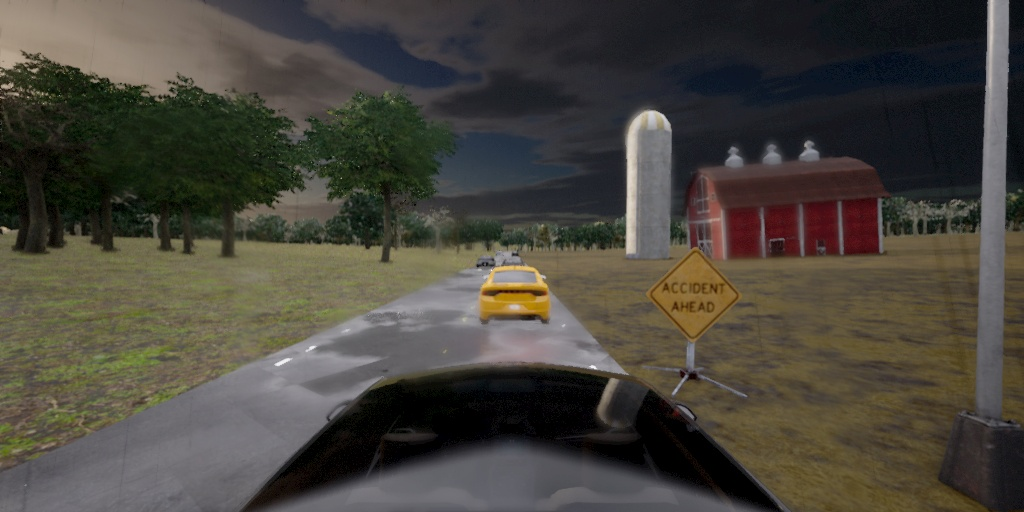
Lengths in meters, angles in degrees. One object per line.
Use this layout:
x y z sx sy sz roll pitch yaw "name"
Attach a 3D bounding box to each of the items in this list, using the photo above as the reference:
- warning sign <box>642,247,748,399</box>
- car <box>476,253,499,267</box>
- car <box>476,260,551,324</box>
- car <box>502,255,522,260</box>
2.450 0.806 4.951 1.300 1.860 1.060 0 0 0 "warning sign"
-2.832 0.632 39.603 1.994 1.385 4.181 0 1 0 "car"
0.083 1.055 11.257 1.882 1.535 5.008 0 1 0 "car"
0.099 0.848 29.630 1.895 1.301 4.718 0 1 0 "car"
